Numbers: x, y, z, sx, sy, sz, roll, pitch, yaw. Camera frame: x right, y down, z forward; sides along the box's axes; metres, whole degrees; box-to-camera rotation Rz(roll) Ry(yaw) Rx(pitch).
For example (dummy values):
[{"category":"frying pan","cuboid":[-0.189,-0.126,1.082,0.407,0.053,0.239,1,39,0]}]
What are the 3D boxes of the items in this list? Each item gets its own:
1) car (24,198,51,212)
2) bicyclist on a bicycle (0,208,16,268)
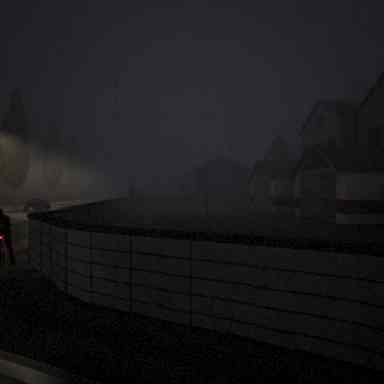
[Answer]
[{"category":"car","cuboid":[-17.931,1.505,38.750,1.837,1.490,4.892,0,0,-8]},{"category":"bicyclist on a bicycle","cuboid":[-5.537,1.302,9.622,0.582,1.620,1.656,0,0,-36]}]
